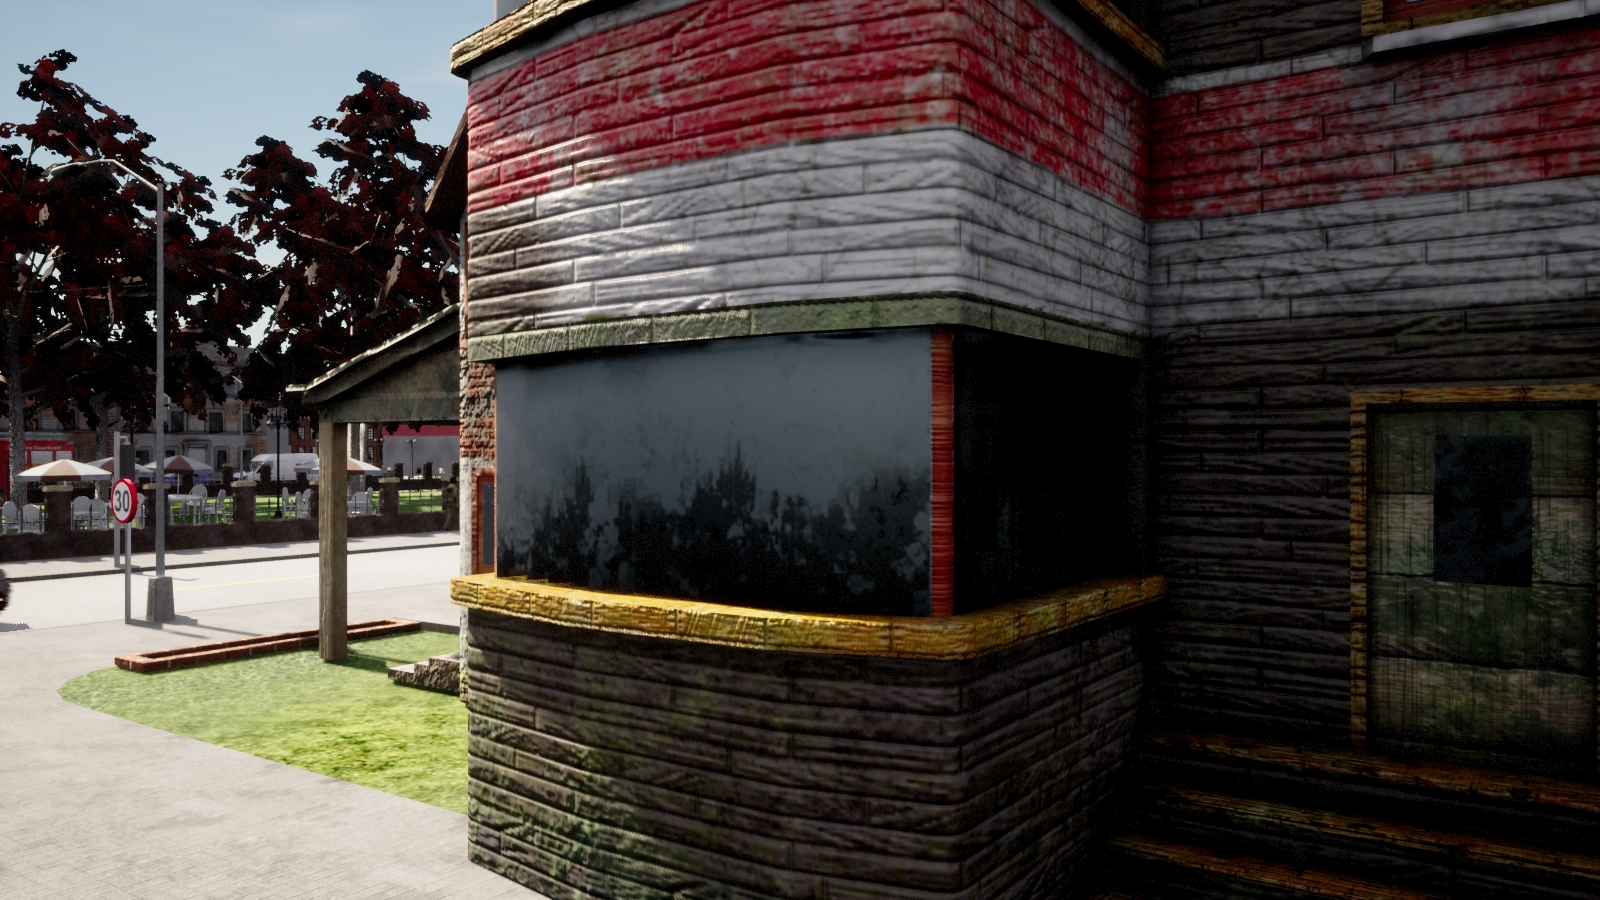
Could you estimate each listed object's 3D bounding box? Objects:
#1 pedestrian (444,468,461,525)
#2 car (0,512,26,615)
[{"bbox_3d":[-11.391,1.525,37.443,0.375,1.860,0.375,0,0,34],"label":"pedestrian"},{"bbox_3d":[-14.126,1.805,17.229,1.789,1.549,3.705,0,0,39],"label":"car"}]
